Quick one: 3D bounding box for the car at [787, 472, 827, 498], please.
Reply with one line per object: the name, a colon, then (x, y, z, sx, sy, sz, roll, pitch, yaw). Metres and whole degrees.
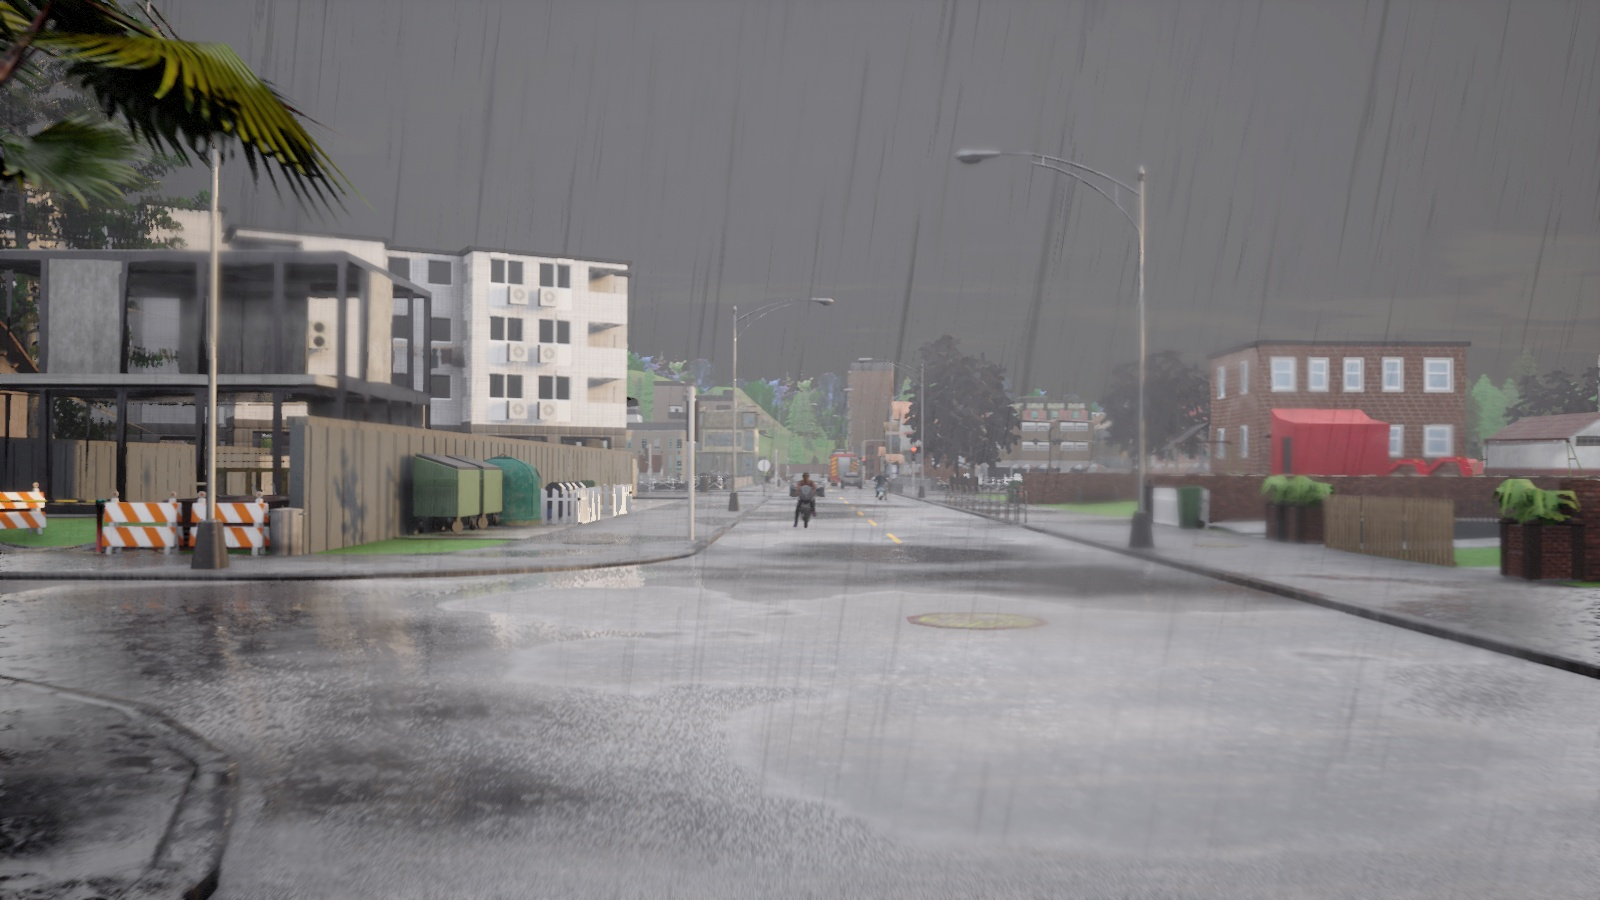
car: (0.391, 2.068, 75.287, 2.163, 1.488, 4.792, -1, -1, -2)

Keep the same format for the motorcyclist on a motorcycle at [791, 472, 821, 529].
motorcyclist on a motorcycle: (0.156, 1.379, 34.786, 0.797, 1.523, 2.044, 0, -1, 0)
